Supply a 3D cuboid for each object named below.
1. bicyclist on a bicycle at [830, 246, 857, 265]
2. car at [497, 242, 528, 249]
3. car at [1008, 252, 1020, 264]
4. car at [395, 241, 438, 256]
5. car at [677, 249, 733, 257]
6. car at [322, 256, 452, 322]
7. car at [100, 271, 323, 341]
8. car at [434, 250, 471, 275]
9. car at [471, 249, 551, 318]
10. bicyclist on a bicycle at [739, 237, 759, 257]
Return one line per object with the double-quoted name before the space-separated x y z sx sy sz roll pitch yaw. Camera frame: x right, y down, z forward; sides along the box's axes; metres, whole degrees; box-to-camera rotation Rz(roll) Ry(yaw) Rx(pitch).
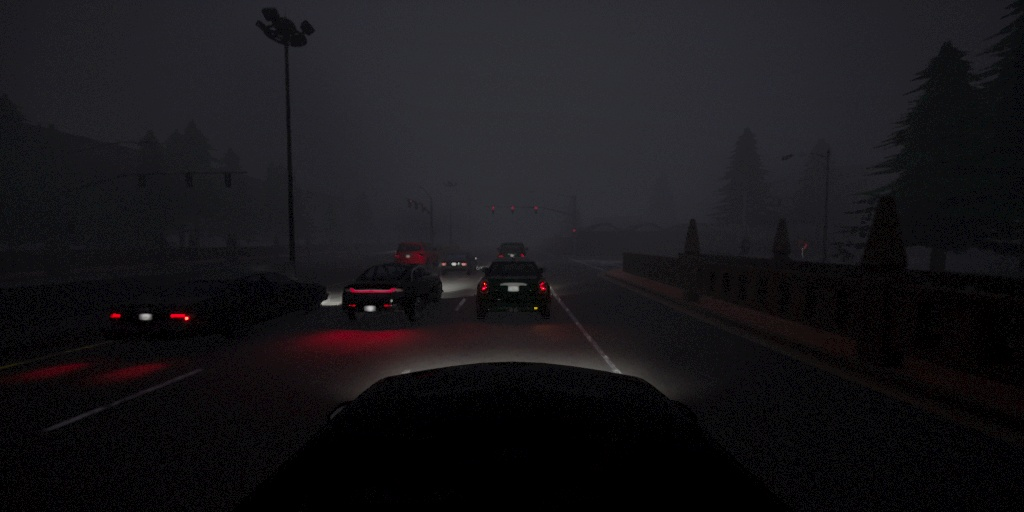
"bicyclist on a bicycle" 22.177 0.170 24.104 0.582 1.620 1.656 -2 3 -35
"car" 0.035 -0.025 26.688 2.150 2.045 5.566 0 3 0
"car" 46.313 0.014 31.185 5.008 1.535 1.882 1 3 2
"car" -6.966 -0.027 26.723 2.150 2.045 5.566 0 3 0
"car" 19.043 -0.067 35.611 4.718 1.301 1.895 0 3 2
"car" -3.449 0.960 11.127 2.128 1.511 4.902 0 2 0
"car" -6.964 1.098 9.346 2.033 1.411 5.357 0 3 0
"car" -3.480 0.420 24.098 2.033 1.411 5.357 0 3 1
"car" 0.052 0.795 11.708 2.097 1.767 4.553 0 3 0
"bicyclist on a bicycle" 17.248 -0.786 26.315 0.582 1.656 1.620 27 35 -7
